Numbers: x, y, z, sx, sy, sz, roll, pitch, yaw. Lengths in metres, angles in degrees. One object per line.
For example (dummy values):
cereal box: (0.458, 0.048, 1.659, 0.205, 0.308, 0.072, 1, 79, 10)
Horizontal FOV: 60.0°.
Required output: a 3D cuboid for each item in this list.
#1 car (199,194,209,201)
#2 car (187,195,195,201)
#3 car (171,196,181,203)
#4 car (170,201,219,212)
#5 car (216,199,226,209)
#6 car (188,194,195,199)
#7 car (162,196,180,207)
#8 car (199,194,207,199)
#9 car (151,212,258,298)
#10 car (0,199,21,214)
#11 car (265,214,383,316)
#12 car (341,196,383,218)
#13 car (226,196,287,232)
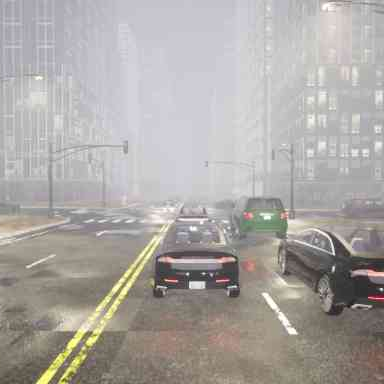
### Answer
car: (3.036, 1.513, 81.306, 1.895, 1.301, 4.718, 0, 0, 0)
car: (-0.212, 1.458, 80.853, 2.033, 1.411, 5.357, 0, 0, 0)
car: (-3.437, 1.493, 70.617, 1.994, 1.385, 4.181, 0, 0, 0)
car: (0.053, 1.482, 17.687, 2.128, 1.511, 4.902, 0, 0, 0)
car: (4.416, 1.518, 40.324, 1.994, 1.385, 4.181, 0, 0, -32)
car: (-0.240, 1.337, 91.300, 1.895, 1.301, 4.718, 0, 0, 0)
car: (-3.477, 1.455, 51.380, 2.128, 1.511, 4.902, 0, 0, 0)
car: (3.010, 1.294, 91.278, 1.994, 1.385, 4.181, 0, 0, 0)
car: (0.078, 1.488, 8.502, 2.128, 1.511, 4.902, 0, 0, 0)
car: (-19.481, 1.408, 33.186, 4.181, 1.385, 1.994, 1, 1, 1)
car: (3.328, 1.488, 7.493, 2.128, 1.511, 4.902, 0, 0, 0)
car: (16.121, 1.519, 30.106, 5.009, 1.841, 2.192, 1, 0, 1)
car: (3.304, 1.213, 17.335, 2.150, 2.045, 5.566, 0, 0, 0)
